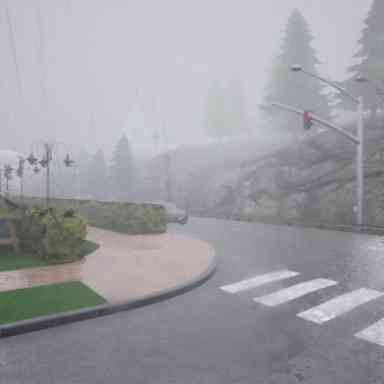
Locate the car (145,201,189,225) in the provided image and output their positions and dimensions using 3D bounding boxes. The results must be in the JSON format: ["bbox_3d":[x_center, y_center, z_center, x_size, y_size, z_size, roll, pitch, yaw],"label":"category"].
[{"bbox_3d":[-2.065,1.385,22.169,1.837,1.490,4.892,0,0,-35],"label":"car"}]

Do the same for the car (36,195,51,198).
[{"bbox_3d":[-23.289,1.232,52.065,2.097,1.767,4.553,0,0,-36],"label":"car"}]

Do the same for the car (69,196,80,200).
[{"bbox_3d":[-13.947,1.443,38.828,1.994,1.385,4.181,0,0,-35],"label":"car"}]

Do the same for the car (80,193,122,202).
[{"bbox_3d":[-8.167,1.101,30.712,2.150,2.045,5.566,0,0,-36],"label":"car"}]

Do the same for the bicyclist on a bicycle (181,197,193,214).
[{"bbox_3d":[-0.617,1.341,32.346,1.656,1.620,0.582,-1,1,-36],"label":"bicyclist on a bicycle"}]
